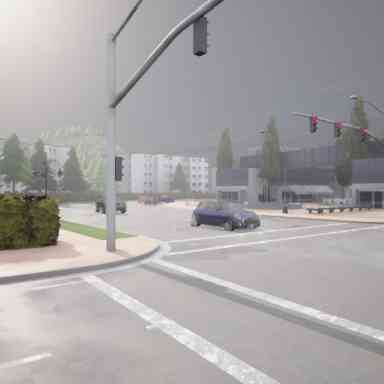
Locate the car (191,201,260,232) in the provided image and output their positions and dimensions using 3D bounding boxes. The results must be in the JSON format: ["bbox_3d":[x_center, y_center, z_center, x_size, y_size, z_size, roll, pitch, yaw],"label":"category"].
[{"bbox_3d":[1.986,1.352,20.478,2.097,1.767,4.553,0,0,-39],"label":"car"}]

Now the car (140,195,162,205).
[{"bbox_3d":[-7.213,1.547,59.082,2.033,1.411,5.357,0,0,3],"label":"car"}]

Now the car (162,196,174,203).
[{"bbox_3d":[-5.299,1.478,69.547,1.882,1.535,5.008,0,0,20],"label":"car"}]

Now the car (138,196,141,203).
[{"bbox_3d":[-9.314,1.352,68.077,2.097,1.767,4.553,0,0,15],"label":"car"}]

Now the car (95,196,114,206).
[{"bbox_3d":[-14.438,1.493,55.165,2.128,1.511,4.902,0,0,-3],"label":"car"}]

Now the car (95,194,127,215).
[{"bbox_3d":[-8.637,1.223,35.005,2.150,2.045,5.566,0,0,-29],"label":"car"}]
